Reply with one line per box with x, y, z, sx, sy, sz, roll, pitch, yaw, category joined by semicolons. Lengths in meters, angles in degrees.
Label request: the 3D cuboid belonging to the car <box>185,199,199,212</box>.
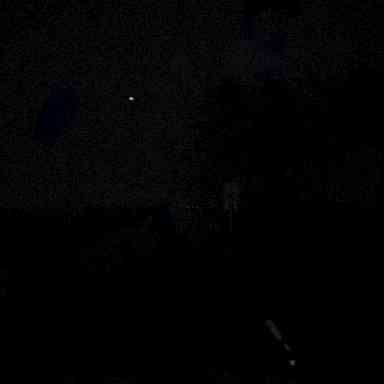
0.054;2.074;46.210;2.033;1.411;5.357;0;-1;0;car

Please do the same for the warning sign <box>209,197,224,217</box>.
2.463;1.465;33.207;1.300;1.860;1.060;3;2;0;warning sign

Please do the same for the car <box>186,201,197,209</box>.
-0.049;2.345;60.243;1.895;1.301;4.718;0;-1;0;car

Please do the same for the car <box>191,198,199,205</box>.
0.883;2.522;88.282;2.097;1.767;4.553;0;-1;0;car
